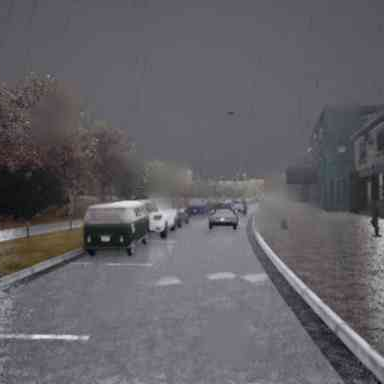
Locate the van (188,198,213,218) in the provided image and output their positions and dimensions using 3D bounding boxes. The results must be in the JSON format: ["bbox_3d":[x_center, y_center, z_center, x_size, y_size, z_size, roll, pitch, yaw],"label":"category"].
[{"bbox_3d":[0.734,1.688,36.047,1.878,1.987,4.442,-1,0,12],"label":"van"}]

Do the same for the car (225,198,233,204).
[{"bbox_3d":[4.618,2.127,52.043,2.163,1.488,4.792,-1,0,13],"label":"car"}]

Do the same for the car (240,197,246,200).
[{"bbox_3d":[10.049,2.399,73.533,2.002,1.452,4.674,-1,-1,14],"label":"car"}]

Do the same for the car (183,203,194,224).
[{"bbox_3d":[-1.435,1.820,25.002,2.002,1.452,4.674,-1,0,9],"label":"car"}]

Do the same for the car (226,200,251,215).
[{"bbox_3d":[5.867,2.023,41.321,2.033,1.411,5.357,0,-1,13],"label":"car"}]

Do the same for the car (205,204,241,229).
[{"bbox_3d":[2.362,1.841,24.215,1.994,1.385,4.181,0,-1,9],"label":"car"}]

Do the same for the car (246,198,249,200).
[{"bbox_3d":[11.700,2.196,80.076,2.435,2.045,5.566,-1,-1,15],"label":"car"}]

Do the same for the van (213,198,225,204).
[{"bbox_3d":[3.023,1.801,45.732,1.878,1.987,4.442,-1,0,12],"label":"van"}]

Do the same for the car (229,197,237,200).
[{"bbox_3d":[5.969,2.157,57.386,2.231,1.521,4.892,-1,0,13],"label":"car"}]

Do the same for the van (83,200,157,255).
[{"bbox_3d":[-2.945,1.409,14.047,1.878,1.987,4.442,-1,0,4],"label":"van"}]

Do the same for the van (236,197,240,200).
[{"bbox_3d":[7.365,2.015,62.899,1.878,1.987,4.442,-1,-1,16],"label":"van"}]

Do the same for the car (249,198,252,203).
[{"bbox_3d":[14.123,2.530,89.655,2.097,1.535,5.008,-1,-1,16],"label":"car"}]

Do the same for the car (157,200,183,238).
[{"bbox_3d":[-2.292,1.457,19.511,2.435,2.045,5.566,-1,0,5],"label":"car"}]
